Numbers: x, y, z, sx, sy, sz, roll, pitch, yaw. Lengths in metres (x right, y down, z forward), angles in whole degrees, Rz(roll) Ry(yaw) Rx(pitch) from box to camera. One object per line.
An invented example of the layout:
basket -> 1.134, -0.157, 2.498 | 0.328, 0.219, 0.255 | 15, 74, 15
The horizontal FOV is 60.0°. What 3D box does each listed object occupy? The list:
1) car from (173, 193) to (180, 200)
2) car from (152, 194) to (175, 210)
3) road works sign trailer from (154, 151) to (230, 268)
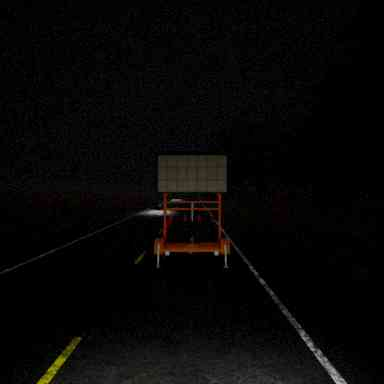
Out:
car -> -3.490, 0.910, 69.720 | 1.994, 1.385, 4.181 | 0, 1, 0
car -> -3.594, 1.261, 39.698 | 2.128, 1.511, 4.902 | 0, 1, 0
road works sign trailer -> 0.013, 0.444, 11.212 | 2.380, 3.560, 2.880 | 0, 0, 1
